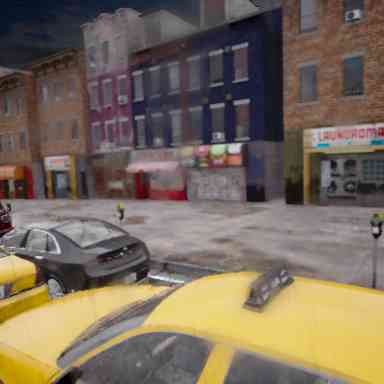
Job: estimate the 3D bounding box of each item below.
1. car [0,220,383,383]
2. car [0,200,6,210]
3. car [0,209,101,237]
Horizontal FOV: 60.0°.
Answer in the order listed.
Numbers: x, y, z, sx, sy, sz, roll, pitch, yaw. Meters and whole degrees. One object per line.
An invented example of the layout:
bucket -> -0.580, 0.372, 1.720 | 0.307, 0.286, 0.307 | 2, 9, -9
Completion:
car -> 0.292, 1.288, 2.347 | 5.366, 1.575, 1.801 | 0, 6, 36
car -> -7.336, 0.961, 9.969 | 5.009, 1.841, 2.192 | 0, 7, 36
car -> -2.818, 1.201, 6.777 | 4.403, 1.369, 2.008 | 0, 7, 36
